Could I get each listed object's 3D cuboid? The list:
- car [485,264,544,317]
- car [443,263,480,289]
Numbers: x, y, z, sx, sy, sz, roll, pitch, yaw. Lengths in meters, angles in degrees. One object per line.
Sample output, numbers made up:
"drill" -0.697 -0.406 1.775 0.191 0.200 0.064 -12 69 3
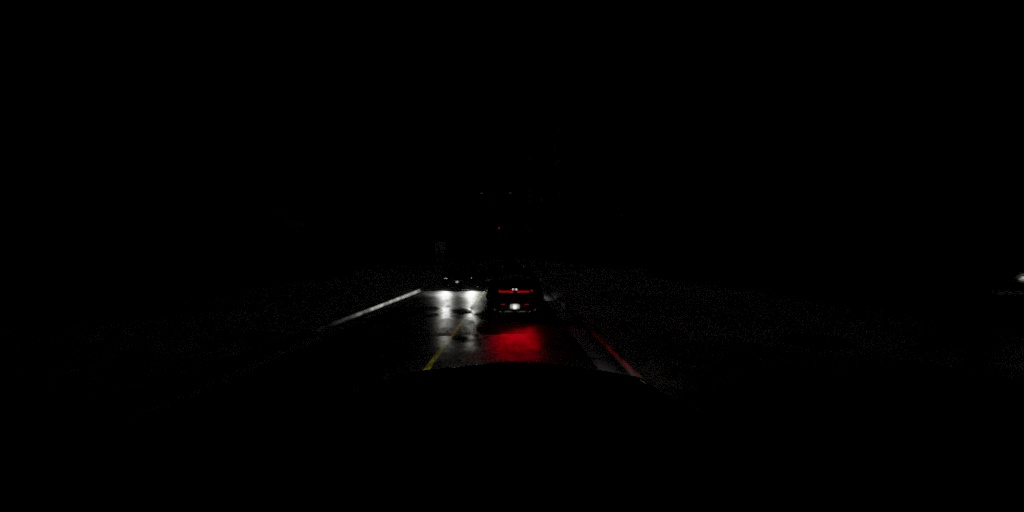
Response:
"car" 0.092 1.228 13.090 1.837 1.490 4.892 0 1 0
"car" -3.095 1.203 22.564 1.837 1.490 4.892 0 0 0
